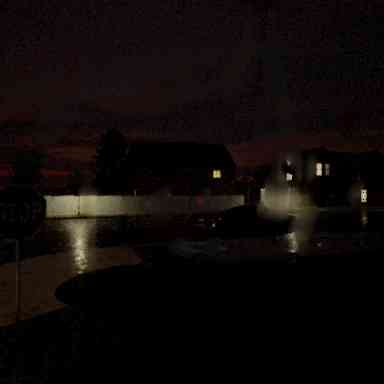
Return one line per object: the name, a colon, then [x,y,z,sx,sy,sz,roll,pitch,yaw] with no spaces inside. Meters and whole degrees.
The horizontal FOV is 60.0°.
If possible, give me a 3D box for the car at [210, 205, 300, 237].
car: [3.218,1.400,16.961,4.674,1.442,1.812,0,0,-19]
